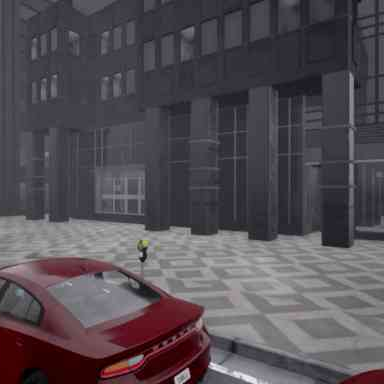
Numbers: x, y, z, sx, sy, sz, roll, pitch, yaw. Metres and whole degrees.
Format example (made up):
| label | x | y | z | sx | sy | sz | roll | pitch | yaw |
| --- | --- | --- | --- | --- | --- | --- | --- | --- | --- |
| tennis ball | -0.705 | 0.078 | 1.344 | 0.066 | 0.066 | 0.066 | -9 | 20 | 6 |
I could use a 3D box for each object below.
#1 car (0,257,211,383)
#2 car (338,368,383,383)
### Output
| label | x | y | z | sx | sy | sz | roll | pitch | yaw |
| --- | --- | --- | --- | --- | --- | --- | --- | --- | --- |
| car | -1.905 | 1.544 | 4.311 | 4.507 | 1.381 | 1.887 | 0 | 0 | 35 |
| car | 2.691 | 1.545 | 1.048 | 4.507 | 1.381 | 1.887 | 0 | 0 | 35 |
